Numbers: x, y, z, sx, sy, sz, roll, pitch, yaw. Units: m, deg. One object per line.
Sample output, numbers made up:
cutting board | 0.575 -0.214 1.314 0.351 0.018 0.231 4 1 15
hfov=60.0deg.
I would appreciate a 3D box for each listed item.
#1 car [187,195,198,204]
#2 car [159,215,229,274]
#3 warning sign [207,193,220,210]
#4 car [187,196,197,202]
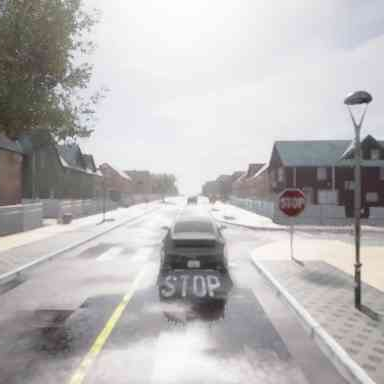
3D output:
car | 0.052 1.485 61.463 1.882 1.535 5.008 0 0 0
car | 0.063 1.496 10.473 1.837 1.490 4.892 0 0 0
warning sign | 2.492 1.104 38.565 1.300 1.860 1.060 -2 -2 0
car | 0.002 1.452 71.778 1.895 1.301 4.718 0 0 0
